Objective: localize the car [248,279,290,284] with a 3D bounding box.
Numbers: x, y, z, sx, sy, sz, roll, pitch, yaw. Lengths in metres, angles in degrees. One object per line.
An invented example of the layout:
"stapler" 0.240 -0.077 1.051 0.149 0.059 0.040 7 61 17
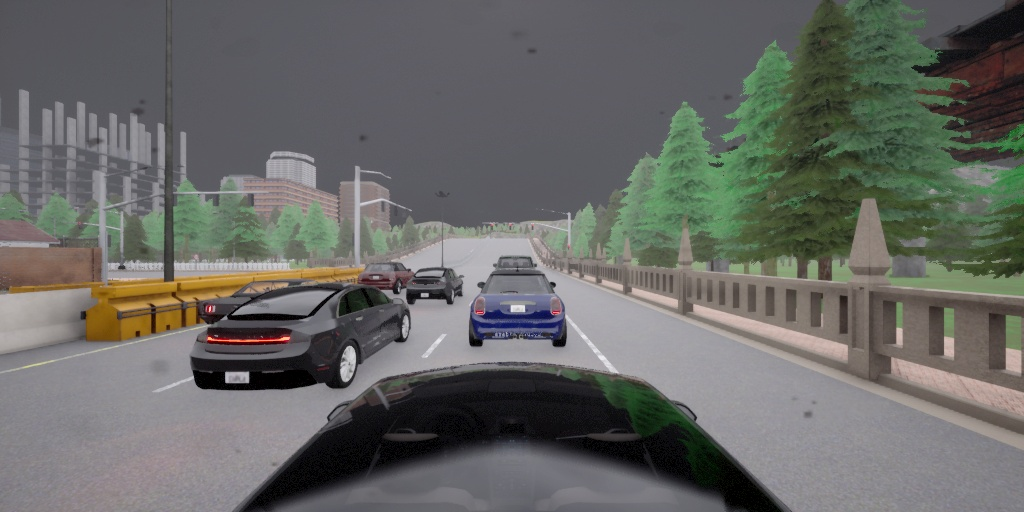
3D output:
"car" -6.860 1.351 11.172 1.895 1.301 4.718 0 0 0

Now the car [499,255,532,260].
"car" 0.169 0.972 18.982 2.150 2.045 5.566 0 0 0

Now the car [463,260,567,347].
"car" 0.129 1.102 9.492 2.097 1.767 4.553 0 0 0

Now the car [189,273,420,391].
"car" -3.381 1.255 6.854 1.837 1.490 4.892 0 0 0

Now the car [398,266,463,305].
"car" -3.342 1.255 16.175 1.837 1.490 4.892 0 0 0

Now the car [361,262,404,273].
"car" -6.873 1.102 20.165 2.097 1.767 4.553 0 0 -1
